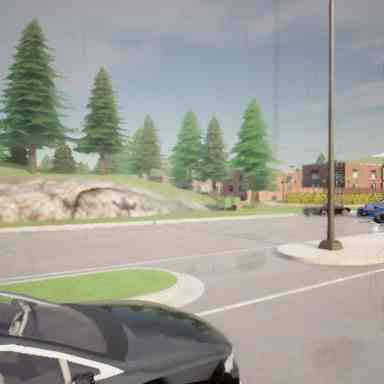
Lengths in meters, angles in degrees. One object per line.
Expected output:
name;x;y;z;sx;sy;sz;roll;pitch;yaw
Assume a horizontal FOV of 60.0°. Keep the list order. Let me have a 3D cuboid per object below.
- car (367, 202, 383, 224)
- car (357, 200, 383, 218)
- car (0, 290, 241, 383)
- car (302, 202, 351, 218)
car;14.414;1.553;22.979;4.181;1.385;1.994;0;0;-33
car;15.985;1.459;28.165;5.008;1.535;1.882;0;0;-33
car;-1.775;1.479;2.271;4.902;1.511;2.128;0;0;-36
car;12.064;1.567;29.798;4.718;1.301;1.895;0;0;-33
